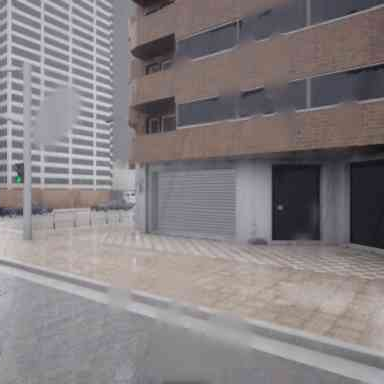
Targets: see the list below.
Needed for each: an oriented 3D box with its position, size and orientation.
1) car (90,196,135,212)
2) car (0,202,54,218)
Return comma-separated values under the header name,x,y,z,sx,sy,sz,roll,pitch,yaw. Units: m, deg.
name,x,y,z,sx,sy,sz,roll,pitch,yaw
car,-9.374,1.568,39.410,2.033,1.411,5.357,0,0,36
car,-15.529,1.621,30.953,1.895,1.301,4.718,0,0,36
